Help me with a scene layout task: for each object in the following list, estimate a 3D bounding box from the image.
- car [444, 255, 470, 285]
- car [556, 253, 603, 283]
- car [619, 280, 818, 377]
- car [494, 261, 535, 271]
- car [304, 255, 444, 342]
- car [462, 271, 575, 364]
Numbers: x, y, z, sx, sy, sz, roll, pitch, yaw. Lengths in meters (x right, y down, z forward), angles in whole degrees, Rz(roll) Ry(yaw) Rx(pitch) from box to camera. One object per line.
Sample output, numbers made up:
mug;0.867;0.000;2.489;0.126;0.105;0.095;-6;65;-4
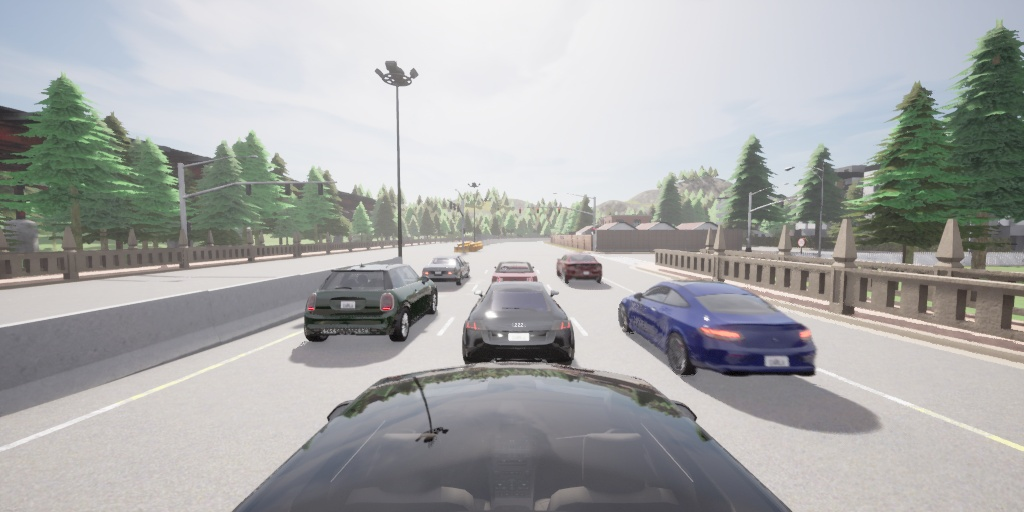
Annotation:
car;-3.388;0.670;18.972;2.033;1.411;5.357;0;3;0
car;3.613;0.550;19.878;1.882;1.535;5.008;0;3;0
car;3.597;1.202;7.157;1.812;1.442;4.674;0;2;0
car;0.110;0.860;16.555;1.895;1.301;4.718;0;3;0
car;-3.395;0.957;9.550;2.097;1.767;4.553;0;2;0
car;0.106;1.222;7.794;1.994;1.385;4.181;0;2;0
